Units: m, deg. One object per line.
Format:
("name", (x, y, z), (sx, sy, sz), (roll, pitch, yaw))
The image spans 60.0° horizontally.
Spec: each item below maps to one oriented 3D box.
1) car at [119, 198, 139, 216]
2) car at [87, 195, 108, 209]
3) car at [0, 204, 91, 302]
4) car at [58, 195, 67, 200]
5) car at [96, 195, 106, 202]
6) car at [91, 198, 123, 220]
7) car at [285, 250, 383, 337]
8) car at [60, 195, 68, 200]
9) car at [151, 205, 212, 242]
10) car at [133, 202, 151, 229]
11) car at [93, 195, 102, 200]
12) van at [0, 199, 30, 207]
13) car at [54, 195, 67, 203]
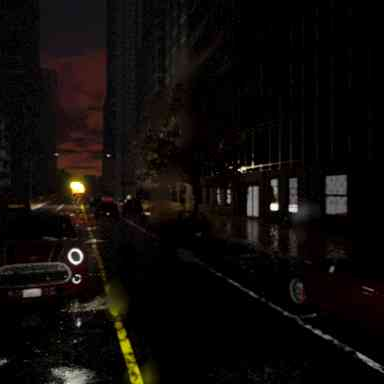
("car", (-5.972, 1.422, 32.356), (1.967, 1.590, 4.097), (0, 0, -19))
("car", (-12.005, 1.460, 41.884), (1.837, 1.490, 4.892), (0, 0, -19))
("car", (-3.808, 1.347, 8.511), (2.097, 1.767, 4.553), (0, 0, -19))
("car", (-32.383, 1.368, 83.482), (1.887, 1.381, 4.507), (0, 0, -19))
("car", (-20.758, 1.447, 75.428), (1.947, 1.339, 4.313), (0, 0, -19))
("car", (-7.276, 1.506, 28.115), (1.812, 1.442, 4.674), (0, 0, -19))
("car", (3.269, 1.595, 5.435), (1.802, 1.307, 4.206), (0, 0, -19))
("car", (-34.231, 1.372, 88.866), (1.947, 1.339, 4.313), (0, 0, -19))
("car", (-0.427, 1.557, 16.203), (2.008, 1.369, 4.403), (0, 0, -19))
("car", (-2.276, 1.550, 21.587), (2.008, 1.369, 4.403), (0, 0, -19))
("car", (-24.454, 1.413, 86.195), (1.947, 1.339, 4.313), (0, 0, -19))
("van", (-10.203, 1.317, 18.870), (1.690, 1.788, 3.998), (0, 0, -19))
("car", (-26.838, 1.418, 67.329), (1.887, 1.381, 4.507), (0, 0, -19))
